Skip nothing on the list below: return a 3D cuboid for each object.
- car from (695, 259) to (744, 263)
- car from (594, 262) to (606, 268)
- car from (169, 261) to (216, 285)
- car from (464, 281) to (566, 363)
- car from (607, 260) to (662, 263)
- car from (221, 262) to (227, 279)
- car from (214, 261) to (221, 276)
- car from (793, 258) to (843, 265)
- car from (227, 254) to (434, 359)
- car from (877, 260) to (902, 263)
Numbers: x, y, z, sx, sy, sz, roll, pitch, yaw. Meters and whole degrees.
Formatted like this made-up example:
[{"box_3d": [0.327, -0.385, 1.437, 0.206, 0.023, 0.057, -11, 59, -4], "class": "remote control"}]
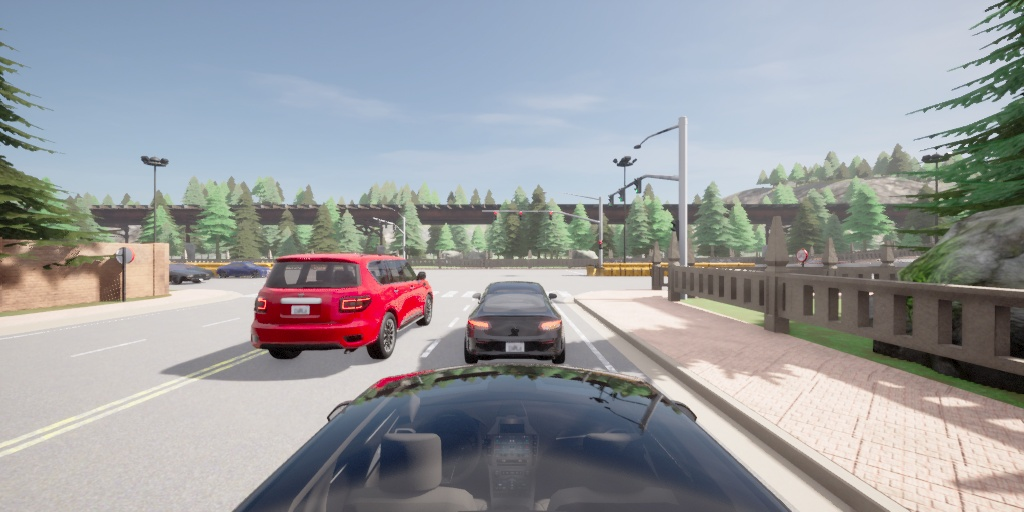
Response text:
[{"box_3d": [22.427, 1.104, 39.584, 4.553, 1.767, 2.097, 0, 0, 0], "class": "car"}, {"box_3d": [13.129, 1.241, 46.618, 4.902, 1.511, 2.128, 0, 0, 0], "class": "car"}, {"box_3d": [-24.831, 1.297, 25.584, 5.357, 1.411, 2.033, 0, 0, 0], "class": "car"}, {"box_3d": [0.061, 1.276, 7.969, 1.812, 1.442, 4.674, 0, 0, 0], "class": "car"}, {"box_3d": [13.404, 1.228, 39.618, 5.008, 1.535, 1.882, 0, 0, 0], "class": "car"}, {"box_3d": [-24.188, 1.275, 32.580, 4.674, 1.442, 1.812, 0, 0, 0], "class": "car"}, {"box_3d": [-26.730, 1.314, 29.094, 4.181, 1.385, 1.994, 0, 0, 0], "class": "car"}, {"box_3d": [36.854, 1.110, 43.062, 5.008, 1.535, 1.882, -2, 0, 0], "class": "car"}, {"box_3d": [-3.441, 0.971, 8.520, 2.150, 2.045, 5.566, 0, 0, 0], "class": "car"}, {"box_3d": [41.084, 1.077, 39.553, 4.718, 1.301, 1.895, -3, 0, 0], "class": "car"}]
